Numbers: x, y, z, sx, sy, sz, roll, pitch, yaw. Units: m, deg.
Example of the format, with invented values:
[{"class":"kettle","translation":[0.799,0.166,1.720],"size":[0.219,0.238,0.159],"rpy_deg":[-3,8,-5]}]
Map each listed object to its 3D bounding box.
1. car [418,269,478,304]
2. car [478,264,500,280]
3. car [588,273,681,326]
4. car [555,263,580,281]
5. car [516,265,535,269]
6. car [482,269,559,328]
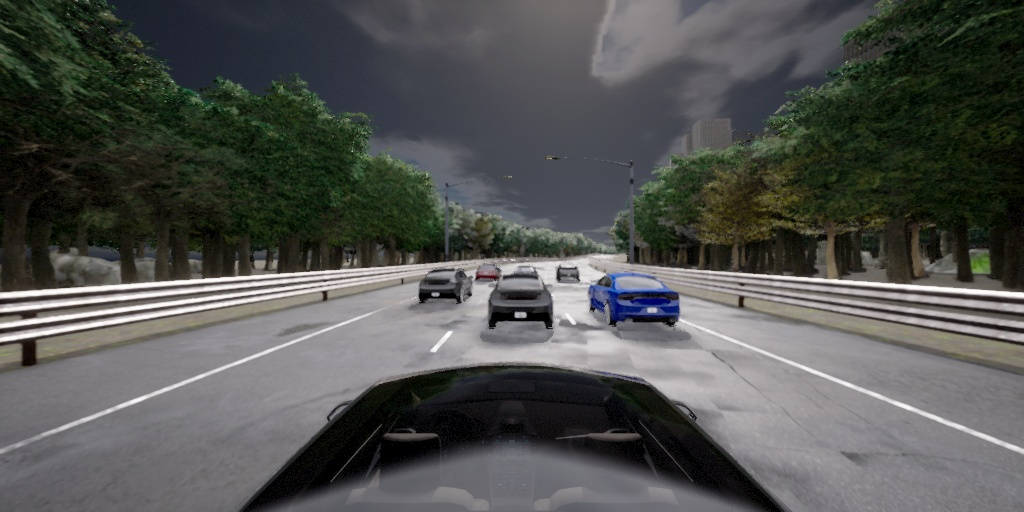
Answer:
[{"class":"car","translation":[-3.022,1.344,17.084],"size":[1.837,1.490,4.892],"rpy_deg":[0,0,2]},{"class":"car","translation":[-2.064,1.422,32.694],"size":[1.994,1.385,4.181],"rpy_deg":[0,0,5]},{"class":"car","translation":[3.786,1.290,11.938],"size":[1.882,1.535,5.008],"rpy_deg":[0,0,2]},{"class":"car","translation":[4.893,1.349,31.914],"size":[2.128,1.511,4.902],"rpy_deg":[0,0,5]},{"class":"car","translation":[1.005,1.416,26.979],"size":[2.033,1.411,5.357],"rpy_deg":[0,0,4]},{"class":"car","translation":[0.276,1.312,11.642],"size":[1.837,1.490,4.892],"rpy_deg":[0,-1,1]}]
